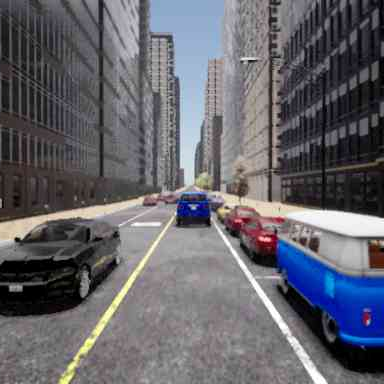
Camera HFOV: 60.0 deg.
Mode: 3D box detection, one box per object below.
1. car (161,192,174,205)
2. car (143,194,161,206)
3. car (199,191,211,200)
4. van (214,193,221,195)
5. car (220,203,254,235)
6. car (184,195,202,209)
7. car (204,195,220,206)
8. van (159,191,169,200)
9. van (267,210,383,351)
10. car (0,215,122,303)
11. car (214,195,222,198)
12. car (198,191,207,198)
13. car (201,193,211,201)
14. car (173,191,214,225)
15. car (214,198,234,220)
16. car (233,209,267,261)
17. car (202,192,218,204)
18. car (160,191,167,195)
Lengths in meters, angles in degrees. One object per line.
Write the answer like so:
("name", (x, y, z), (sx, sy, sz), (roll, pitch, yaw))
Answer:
("car", (-3.090, 1.124, 49.486), (1.812, 1.442, 4.674), (0, 1, 0))
("car", (-5.700, 1.214, 45.832), (1.802, 1.307, 4.206), (0, 1, 0))
("car", (2.676, 0.738, 68.618), (2.192, 1.841, 5.009), (0, 1, 0))
("van", (2.681, 1.024, 40.132), (1.690, 1.788, 3.998), (0, 1, 0))
("car", (2.685, 1.448, 17.345), (1.802, 1.307, 4.206), (0, 0, 0))
("car", (0.091, 1.164, 41.296), (2.128, 1.511, 4.902), (0, 1, 0))
("car", (2.680, 1.177, 45.832), (1.887, 1.381, 4.507), (0, 1, 0))
("van", (-5.704, 0.764, 68.618), (1.690, 1.788, 3.998), (0, 1, 0))
("van", (2.686, 1.296, 5.949), (1.690, 1.788, 3.998), (0, 0, 0))
("car", (-3.104, 1.414, 8.362), (1.882, 1.535, 5.008), (0, 0, 0))
("car", (2.682, 1.281, 34.437), (2.008, 1.369, 4.403), (0, 1, 0))
("car", (2.674, 0.574, 85.708), (2.192, 1.841, 5.009), (0, 1, 0))
("car", (2.677, 0.999, 63.091), (1.752, 1.417, 4.829), (0, 1, 0))
("car", (0.096, 1.046, 22.532), (2.150, 2.045, 5.566), (0, 0, 0))
("car", (2.683, 1.345, 23.211), (1.752, 1.417, 4.829), (0, 0, 0))
("car", (2.686, 1.492, 11.648), (1.802, 1.307, 4.206), (0, 0, 0))
("car", (2.679, 0.895, 51.527), (2.192, 1.841, 5.009), (0, 1, 0))
("car", (-5.703, 1.057, 62.921), (1.802, 1.307, 4.206), (0, 1, 0))
